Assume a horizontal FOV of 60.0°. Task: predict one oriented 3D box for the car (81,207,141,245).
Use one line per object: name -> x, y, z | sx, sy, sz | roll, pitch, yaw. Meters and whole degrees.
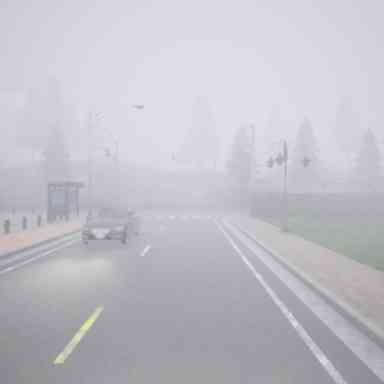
car -> -3.568, 1.449, 15.381 | 2.128, 1.511, 4.902 | 0, 0, 0
